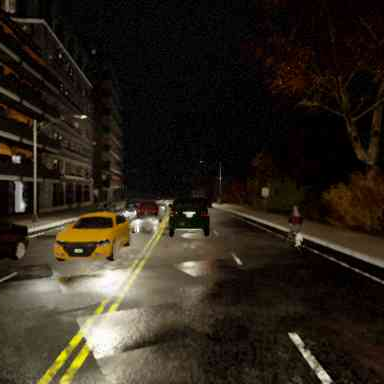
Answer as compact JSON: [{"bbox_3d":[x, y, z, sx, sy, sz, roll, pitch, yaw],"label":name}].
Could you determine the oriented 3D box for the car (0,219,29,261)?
[{"bbox_3d":[-6.692,1.518,9.740,1.882,1.535,5.008,0,0,0],"label":"car"}]

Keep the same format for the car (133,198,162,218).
[{"bbox_3d":[-4.104,1.592,31.463,1.882,1.535,5.008,0,0,-3],"label":"car"}]

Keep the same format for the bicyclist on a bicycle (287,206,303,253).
[{"bbox_3d":[3.994,1.417,13.039,0.659,1.776,1.843,0,0,-1],"label":"bicyclist on a bicycle"}]

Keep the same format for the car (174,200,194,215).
[{"bbox_3d":[-0.945,1.678,37.402,2.033,1.411,5.357,0,0,-3],"label":"car"}]

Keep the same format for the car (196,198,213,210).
[{"bbox_3d":[1.687,1.634,46.549,1.882,1.535,5.008,0,-1,-4],"label":"car"}]

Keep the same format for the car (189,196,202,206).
[{"bbox_3d":[0.604,1.549,60.587,2.097,1.767,4.553,0,0,-5],"label":"car"}]

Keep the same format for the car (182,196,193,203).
[{"bbox_3d":[-1.126,1.785,77.514,2.033,1.411,5.357,0,0,-7],"label":"car"}]

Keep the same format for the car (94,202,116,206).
[{"bbox_3d":[-7.167,1.606,27.135,1.837,1.490,4.892,0,0,-2],"label":"car"}]

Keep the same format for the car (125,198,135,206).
[{"bbox_3d":[-8.176,1.658,46.461,2.128,1.511,4.902,0,0,-3],"label":"car"}]

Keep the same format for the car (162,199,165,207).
[{"bbox_3d":[-5.540,1.716,55.578,1.812,1.442,4.674,0,0,-4],"label":"car"}]

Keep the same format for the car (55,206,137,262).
[{"bbox_3d":[-3.495,1.526,12.593,1.882,1.535,5.008,0,0,-1],"label":"car"}]

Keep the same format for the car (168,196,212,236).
[{"bbox_3d":[-0.196,1.289,19.177,2.150,2.045,5.566,0,-1,-2],"label":"car"}]
